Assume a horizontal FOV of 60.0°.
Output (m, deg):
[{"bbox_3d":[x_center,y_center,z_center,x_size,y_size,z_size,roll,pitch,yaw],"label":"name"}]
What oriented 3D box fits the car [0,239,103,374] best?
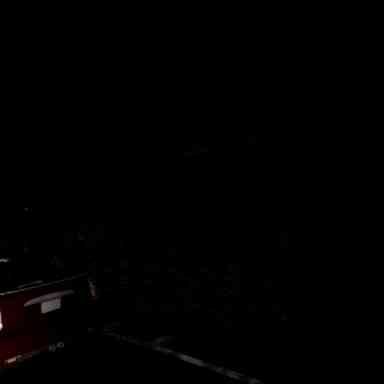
[{"bbox_3d":[-3.380,1.495,5.380,4.097,1.590,1.967,-1,-1,36],"label":"car"}]
